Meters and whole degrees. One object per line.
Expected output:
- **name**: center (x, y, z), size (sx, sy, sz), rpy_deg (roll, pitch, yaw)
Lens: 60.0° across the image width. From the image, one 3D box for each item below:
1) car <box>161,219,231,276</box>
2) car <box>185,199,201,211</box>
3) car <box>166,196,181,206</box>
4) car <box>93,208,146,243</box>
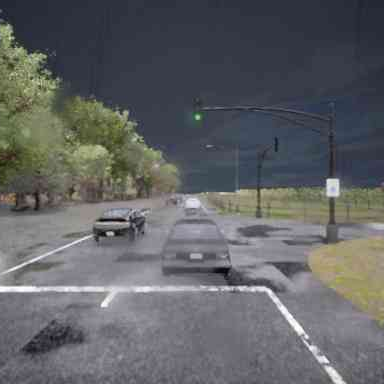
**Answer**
- **car**: center (0.099, 1.563, 10.331), size (2.033, 1.411, 5.357), rpy_deg (0, 0, 0)
- **car**: center (0.107, 1.581, 42.125), size (1.812, 1.442, 4.674), rpy_deg (0, 0, 0)
- **car**: center (-3.391, 1.575, 57.415), size (1.837, 1.490, 4.892), rpy_deg (0, -1, 0)
- **car**: center (-3.397, 1.517, 16.249), size (2.128, 1.511, 4.902), rpy_deg (0, 0, 0)
